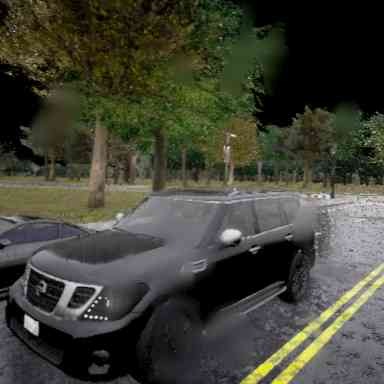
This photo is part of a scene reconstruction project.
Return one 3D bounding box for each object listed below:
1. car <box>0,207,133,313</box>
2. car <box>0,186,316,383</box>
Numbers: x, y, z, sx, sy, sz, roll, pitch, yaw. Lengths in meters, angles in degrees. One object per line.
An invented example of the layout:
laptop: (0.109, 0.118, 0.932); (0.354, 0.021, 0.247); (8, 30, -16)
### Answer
car: (-3.421, 1.160, 6.286); (1.994, 1.385, 4.181); (4, 4, 41)
car: (0.174, 0.952, 5.465); (2.150, 2.045, 5.566); (4, 4, 41)
